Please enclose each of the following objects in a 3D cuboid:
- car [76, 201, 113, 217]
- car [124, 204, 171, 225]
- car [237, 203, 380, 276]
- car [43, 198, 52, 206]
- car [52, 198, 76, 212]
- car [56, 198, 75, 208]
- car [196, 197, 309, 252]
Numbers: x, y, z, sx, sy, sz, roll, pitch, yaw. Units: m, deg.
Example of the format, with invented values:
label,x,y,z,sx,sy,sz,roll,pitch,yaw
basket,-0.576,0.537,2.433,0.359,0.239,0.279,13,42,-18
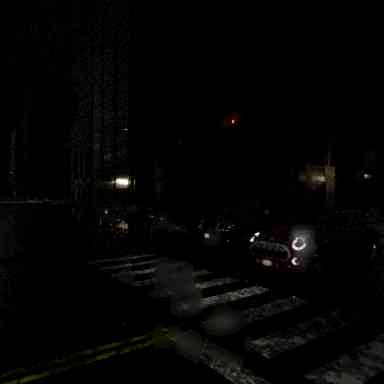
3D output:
label,x,y,z,sx,sy,sz,roll,pitch,yaw
car,-9.339,1.619,32.705,2.128,1.511,4.902,1,-1,-36
car,-3.390,1.607,24.340,1.812,1.442,4.674,1,-1,-37
car,3.883,1.354,10.434,4.553,1.767,2.097,0,0,-35
car,-26.507,1.802,62.419,2.128,1.511,4.902,1,-1,-36
car,-15.490,1.724,41.394,2.033,1.411,5.357,1,-1,-34
car,-20.708,1.790,54.249,1.812,1.442,4.674,1,-1,-35
car,2.795,1.232,13.651,5.566,2.045,2.150,0,0,-35
